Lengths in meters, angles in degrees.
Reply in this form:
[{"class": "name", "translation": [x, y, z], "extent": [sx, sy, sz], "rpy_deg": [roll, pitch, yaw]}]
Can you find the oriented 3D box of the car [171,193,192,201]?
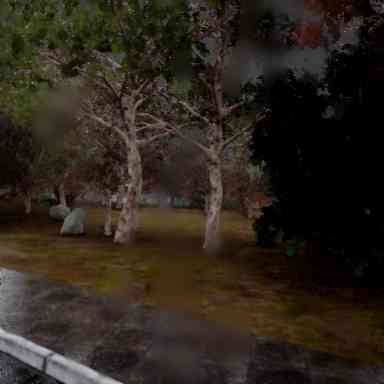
[{"class": "car", "translation": [-3.515, 1.423, 94.149], "extent": [2.435, 2.045, 5.566], "rpy_deg": [6, 1, 41]}]
